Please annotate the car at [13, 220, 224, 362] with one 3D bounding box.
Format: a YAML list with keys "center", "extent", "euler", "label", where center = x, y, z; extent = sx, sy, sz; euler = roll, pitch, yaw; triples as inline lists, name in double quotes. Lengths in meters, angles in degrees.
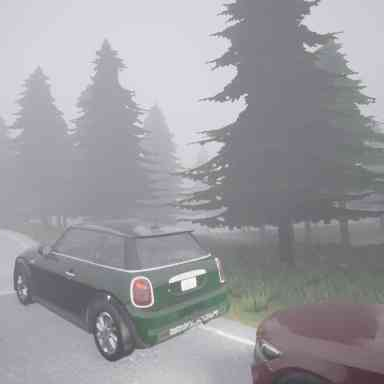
- center: [-1.576, 1.309, 6.208]
  extent: [4.553, 1.767, 2.097]
  euler: [1, 1, 44]
  label: "car"

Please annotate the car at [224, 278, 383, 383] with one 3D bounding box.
- center: [2.757, 1.532, 2.592]
  extent: [4.674, 1.442, 1.812]
  euler: [1, 0, 36]
  label: "car"
